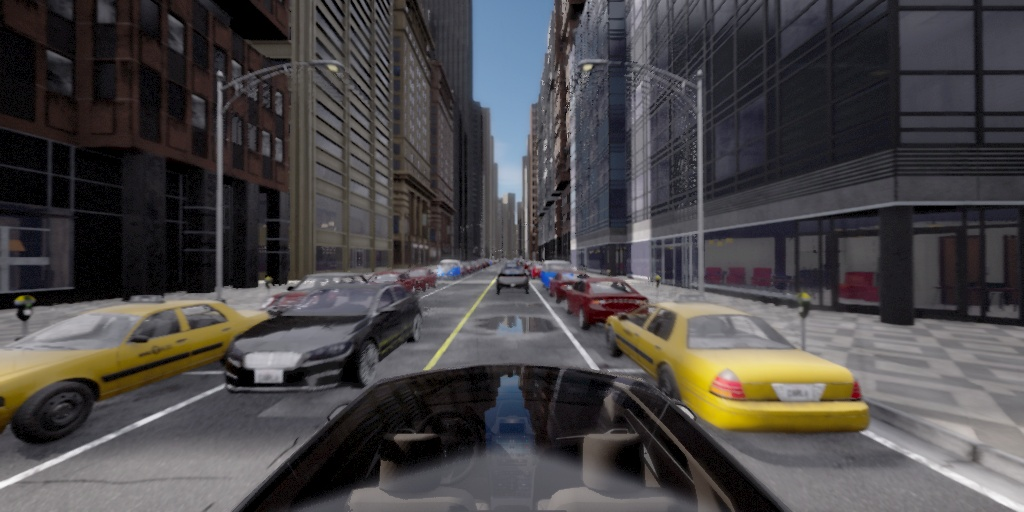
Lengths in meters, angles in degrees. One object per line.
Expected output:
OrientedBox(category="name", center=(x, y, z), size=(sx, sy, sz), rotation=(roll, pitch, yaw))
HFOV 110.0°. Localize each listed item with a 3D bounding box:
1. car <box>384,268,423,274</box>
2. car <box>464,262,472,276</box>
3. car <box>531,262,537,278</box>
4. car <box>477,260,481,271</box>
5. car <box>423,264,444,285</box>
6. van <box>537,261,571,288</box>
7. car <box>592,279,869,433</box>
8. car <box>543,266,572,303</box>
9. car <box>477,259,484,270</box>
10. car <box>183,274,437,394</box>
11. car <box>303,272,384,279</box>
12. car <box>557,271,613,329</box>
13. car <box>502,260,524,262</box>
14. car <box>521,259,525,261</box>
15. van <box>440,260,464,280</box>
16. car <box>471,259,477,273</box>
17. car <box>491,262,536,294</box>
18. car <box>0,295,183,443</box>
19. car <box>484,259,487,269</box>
OrientedBox(category="car", center=(-5.792, 1.393, 16.772), size=(1.888, 1.381, 4.507), rotation=(0, 0, 0))
OrientedBox(category="car", center=(-5.846, 1.548, 39.179), size=(1.802, 1.307, 4.207), rotation=(0, 0, 0))
OrientedBox(category="car", center=(2.693, 1.454, 33.608), size=(1.888, 1.381, 4.507), rotation=(0, 0, 0))
OrientedBox(category="car", center=(-5.873, 1.591, 50.383), size=(1.948, 1.339, 4.313), rotation=(0, 0, 0))
OrientedBox(category="car", center=(-5.806, 1.422, 22.375), size=(1.888, 1.381, 4.507), rotation=(0, 0, 0))
OrientedBox(category="van", center=(2.720, 1.190, 22.403), size=(1.690, 1.789, 3.998), rotation=(0, 0, 0))
OrientedBox(category="car", center=(2.759, 1.287, 5.767), size=(1.751, 1.417, 4.829), rotation=(0, 0, 0))
OrientedBox(category="car", center=(2.733, 1.365, 16.801), size=(1.888, 1.381, 4.507), rotation=(0, 0, 0))
OrientedBox(category="car", center=(-5.886, 1.495, 55.984), size=(1.967, 1.591, 4.097), rotation=(0, 0, 0))
OrientedBox(category="car", center=(-3.106, 1.279, 7.026), size=(2.128, 1.511, 4.902), rotation=(0, 0, 0))
OrientedBox(category="car", center=(-5.779, 1.258, 11.171), size=(1.967, 1.591, 4.097), rotation=(0, 0, 0))
OrientedBox(category="car", center=(2.746, 1.336, 11.200), size=(1.888, 1.381, 4.507), rotation=(0, 0, 0))
OrientedBox(category="car", center=(0.010, 1.447, 38.272), size=(1.837, 1.490, 4.892), rotation=(0, 0, 0))
OrientedBox(category="car", center=(2.639, 1.573, 56.016), size=(1.888, 1.381, 4.507), rotation=(0, 0, 0))
OrientedBox(category="van", center=(-5.833, 1.277, 33.578), size=(1.690, 1.789, 3.998), rotation=(0, 0, 0))
OrientedBox(category="car", center=(-5.859, 1.435, 44.781), size=(1.967, 1.591, 4.097), rotation=(0, 0, 0))
OrientedBox(category="car", center=(0.047, 1.345, 21.313), size=(2.128, 1.511, 4.902), rotation=(0, 0, 0))
OrientedBox(category="car", center=(-5.765, 1.314, 5.399), size=(1.751, 1.417, 4.829), rotation=(0, 0, 0))
OrientedBox(category="car", center=(-5.899, 1.651, 61.586), size=(1.948, 1.339, 4.313), rotation=(0, 0, 0))
